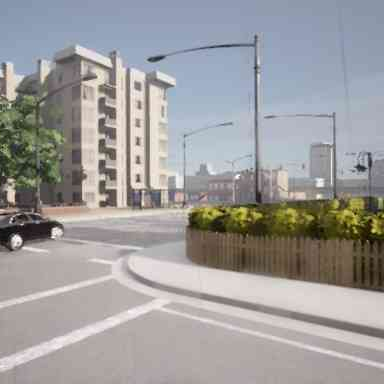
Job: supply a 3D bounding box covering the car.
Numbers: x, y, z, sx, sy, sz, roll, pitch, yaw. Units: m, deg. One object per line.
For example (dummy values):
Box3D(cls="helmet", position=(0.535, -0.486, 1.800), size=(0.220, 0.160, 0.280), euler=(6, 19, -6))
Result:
Box3D(cls="car", position=(-7.740, 1.655, 14.942), size=(1.837, 1.490, 4.892), euler=(-5, 0, 10))
